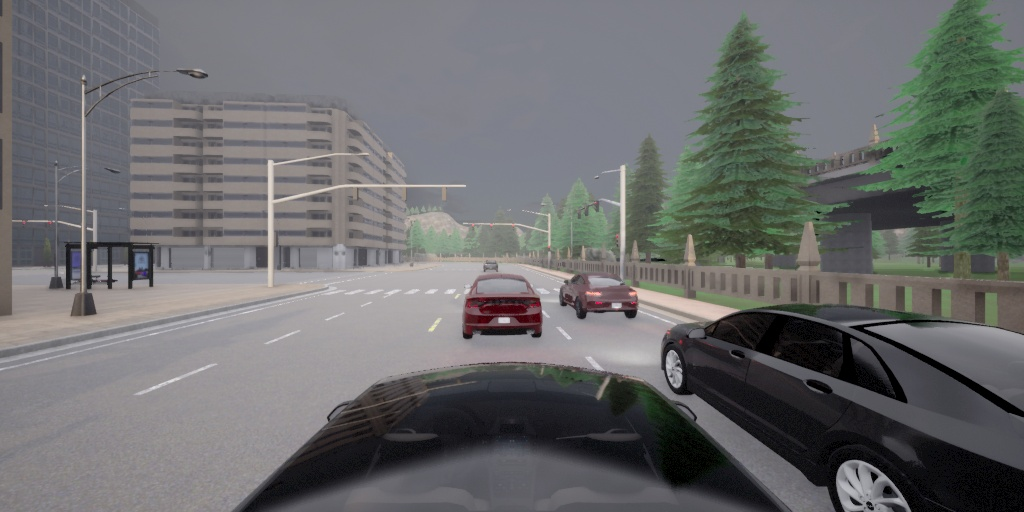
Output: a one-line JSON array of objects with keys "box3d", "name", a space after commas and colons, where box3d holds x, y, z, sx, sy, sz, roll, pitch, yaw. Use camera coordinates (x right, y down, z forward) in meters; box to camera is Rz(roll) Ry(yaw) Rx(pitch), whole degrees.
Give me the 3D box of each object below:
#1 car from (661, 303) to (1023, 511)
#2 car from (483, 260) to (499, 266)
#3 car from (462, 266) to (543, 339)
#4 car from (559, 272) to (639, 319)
[{"box3d": [3.258, 1.255, 3.746, 1.837, 1.490, 4.892, 0, 0, 0], "name": "car"}, {"box3d": [-2.717, 1.242, 45.915, 2.128, 1.511, 4.902, 0, 0, -4], "name": "car"}, {"box3d": [-0.340, 1.228, 10.161, 1.882, 1.535, 5.008, 0, 0, -4], "name": "car"}, {"box3d": [2.922, 1.276, 12.736, 1.812, 1.442, 4.674, 0, 0, -3], "name": "car"}]
